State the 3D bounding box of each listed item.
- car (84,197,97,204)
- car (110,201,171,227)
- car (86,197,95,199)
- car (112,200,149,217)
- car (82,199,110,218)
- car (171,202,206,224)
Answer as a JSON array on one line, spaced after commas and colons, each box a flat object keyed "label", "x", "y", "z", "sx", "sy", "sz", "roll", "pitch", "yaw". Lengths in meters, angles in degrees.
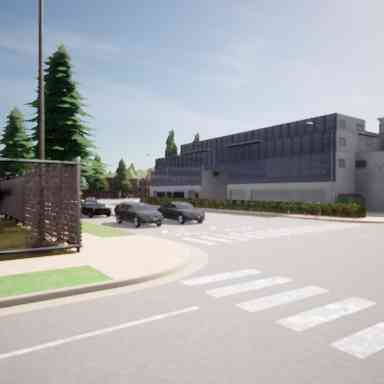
[{"label": "car", "x": -19.704, "y": 1.610, "z": 64.586, "sx": 1.895, "sy": 1.301, "sz": 4.718, "roll": 0, "pitch": 0, "yaw": -12}, {"label": "car", "x": -3.710, "y": 1.518, "z": 23.000, "sx": 1.837, "sy": 1.490, "sz": 4.892, "roll": 0, "pitch": 0, "yaw": -35}, {"label": "car", "x": -12.262, "y": 1.613, "z": 41.367, "sx": 1.895, "sy": 1.301, "sz": 4.718, "roll": 0, "pitch": 0, "yaw": -34}, {"label": "car", "x": -6.029, "y": 1.576, "z": 32.414, "sx": 1.994, "sy": 1.385, "sz": 4.181, "roll": 0, "pitch": 0, "yaw": -35}, {"label": "car", "x": -9.027, "y": 1.614, "z": 30.583, "sx": 1.895, "sy": 1.301, "sz": 4.718, "roll": 0, "pitch": 0, "yaw": -35}, {"label": "car", "x": -0.920, "y": 1.517, "z": 25.112, "sx": 1.837, "sy": 1.490, "sz": 4.892, "roll": 0, "pitch": 0, "yaw": -35}]
